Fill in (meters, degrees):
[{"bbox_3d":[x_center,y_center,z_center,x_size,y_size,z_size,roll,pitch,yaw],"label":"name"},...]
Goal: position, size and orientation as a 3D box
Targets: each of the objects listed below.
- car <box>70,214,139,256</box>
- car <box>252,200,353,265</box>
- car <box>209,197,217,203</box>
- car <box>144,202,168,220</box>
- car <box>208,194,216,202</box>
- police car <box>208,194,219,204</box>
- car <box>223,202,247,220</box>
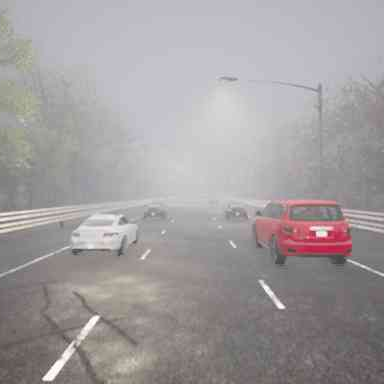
[{"bbox_3d":[-3.347,1.585,13.325,1.812,1.442,4.674,0,0,0],"label":"car"},{"bbox_3d":[3.644,1.277,11.994,2.150,2.045,5.566,0,0,0],"label":"car"},{"bbox_3d":[5.088,1.944,81.543,1.895,1.301,4.718,0,0,2],"label":"car"},{"bbox_3d":[-3.187,1.657,29.856,1.812,1.442,4.674,0,0,1],"label":"car"},{"bbox_3d":[5.539,1.607,92.490,2.150,2.045,5.566,0,0,3],"label":"car"},{"bbox_3d":[4.693,1.806,70.565,2.038,1.542,4.974,0,0,2],"label":"police car"},{"bbox_3d":[3.827,1.659,29.887,1.812,1.442,4.674,0,0,1],"label":"car"}]
